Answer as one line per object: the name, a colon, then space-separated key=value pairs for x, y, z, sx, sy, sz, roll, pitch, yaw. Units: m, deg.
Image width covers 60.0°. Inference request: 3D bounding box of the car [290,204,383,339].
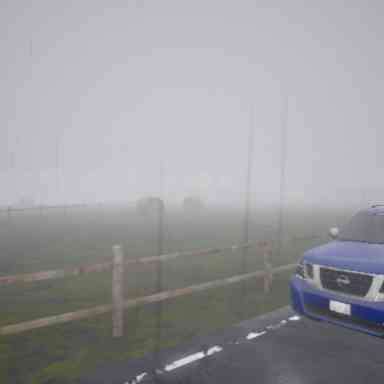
car: x=4.233 y=1.268 z=6.406 sx=5.566 sy=2.045 sz=2.150 roll=0 pitch=-1 yaw=-39
